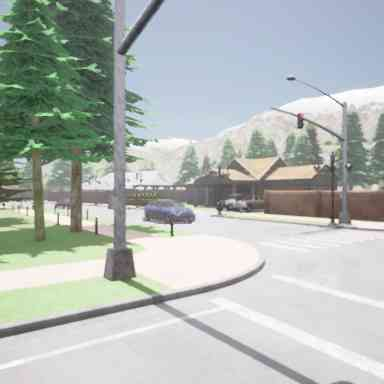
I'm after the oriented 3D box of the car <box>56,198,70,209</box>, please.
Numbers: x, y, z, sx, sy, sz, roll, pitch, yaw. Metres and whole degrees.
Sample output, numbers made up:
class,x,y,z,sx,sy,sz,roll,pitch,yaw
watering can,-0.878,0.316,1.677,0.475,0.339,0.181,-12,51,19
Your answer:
class,x,y,z,sx,sy,sz,roll,pitch,yaw
car,-16.418,1.460,43.990,1.994,1.385,4.181,0,0,-40

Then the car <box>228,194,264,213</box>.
class,x,y,z,sx,sy,sz,roll,pitch,yaw
car,6.395,1.167,34.868,4.605,1.855,1.932,0,0,-37

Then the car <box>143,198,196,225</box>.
class,x,y,z,sx,sy,sz,roll,pitch,yaw
car,-1.715,1.338,24.267,2.097,1.767,4.553,0,0,-37

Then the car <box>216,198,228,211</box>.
class,x,y,z,sx,sy,sz,roll,pitch,yaw
car,4.577,1.169,36.647,3.866,1.878,1.905,0,0,-37
